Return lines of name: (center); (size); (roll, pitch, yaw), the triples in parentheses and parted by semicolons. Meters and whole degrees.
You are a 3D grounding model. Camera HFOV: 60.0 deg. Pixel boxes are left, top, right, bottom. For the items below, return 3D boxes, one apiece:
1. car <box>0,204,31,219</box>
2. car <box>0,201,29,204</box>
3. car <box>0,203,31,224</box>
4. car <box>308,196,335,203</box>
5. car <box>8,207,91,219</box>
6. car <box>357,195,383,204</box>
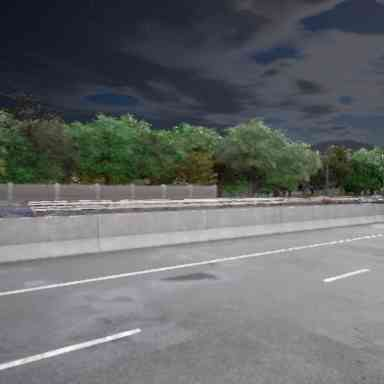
car: (-11.302, 1.547, 17.424); (5.357, 1.411, 2.033); (0, 0, -35)
car: (-12.300, 1.353, 21.005); (4.553, 1.767, 2.097); (0, 0, -35)
car: (-14.563, 1.548, 23.695); (5.357, 1.411, 2.033); (0, 0, -36)
car: (18.379, 1.124, 47.056); (4.674, 1.442, 1.812); (0, 0, -35)
car: (-6.510, 1.567, 16.538); (4.181, 1.385, 1.994); (0, 0, -35)
car: (22.432, 1.203, 41.373); (4.892, 1.490, 1.837); (0, 0, -36)
